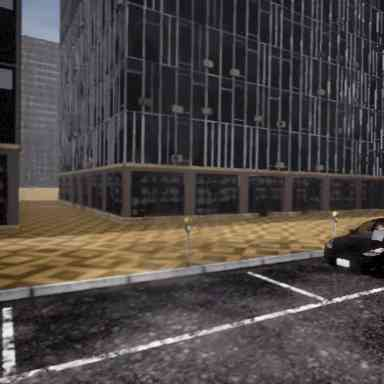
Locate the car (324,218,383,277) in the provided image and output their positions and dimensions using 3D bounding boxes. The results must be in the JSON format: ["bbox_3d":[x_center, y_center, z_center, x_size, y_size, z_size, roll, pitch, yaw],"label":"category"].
[{"bbox_3d":[5.782,1.449,9.616,4.313,1.339,1.947,0,1,-30],"label":"car"}]
